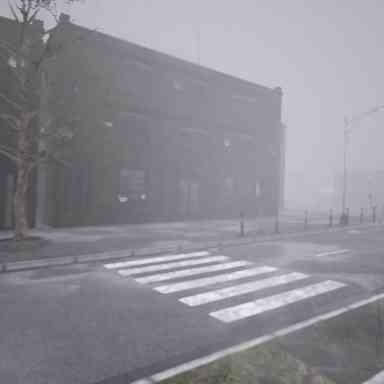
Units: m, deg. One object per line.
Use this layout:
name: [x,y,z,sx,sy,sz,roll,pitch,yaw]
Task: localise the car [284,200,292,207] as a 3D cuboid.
car: [21.518,2.699,77.383,2.163,1.488,4.792,1,-1,43]
